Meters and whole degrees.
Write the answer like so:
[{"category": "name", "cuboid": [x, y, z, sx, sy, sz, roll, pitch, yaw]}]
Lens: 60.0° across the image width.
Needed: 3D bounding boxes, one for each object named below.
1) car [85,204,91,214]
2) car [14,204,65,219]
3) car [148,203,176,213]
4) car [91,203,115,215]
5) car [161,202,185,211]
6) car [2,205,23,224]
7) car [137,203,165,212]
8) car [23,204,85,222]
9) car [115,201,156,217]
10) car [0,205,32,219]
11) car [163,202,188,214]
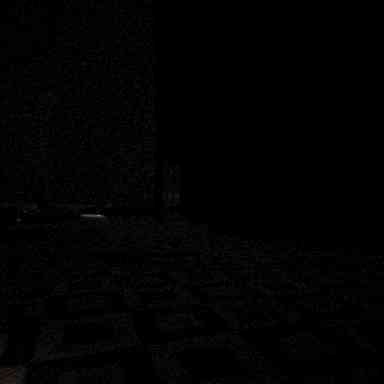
[{"category": "car", "cuboid": [-13.123, 2.235, 44.606, 1.887, 1.381, 4.507, -1, -2, 35]}, {"category": "car", "cuboid": [-16.256, 2.055, 35.599, 1.812, 1.442, 4.674, 0, -1, 36]}, {"category": "car", "cuboid": [-4.621, 2.420, 51.853, 1.994, 1.385, 4.181, 0, -1, 37]}, {"category": "car", "cuboid": [-10.475, 2.215, 43.698, 1.812, 1.442, 4.674, 0, -1, 35]}, {"category": "car", "cuboid": [-3.301, 2.524, 58.395, 2.008, 1.369, 4.403, -2, -2, 35]}, {"category": "car", "cuboid": [-16.005, 1.943, 25.865, 1.947, 1.339, 4.313, -2, -2, 35]}, {"category": "car", "cuboid": [-6.575, 2.429, 53.799, 2.008, 1.369, 4.403, -2, -2, 35]}, {"category": "car", "cuboid": [-12.633, 1.992, 30.600, 1.752, 1.417, 4.829, -2, -2, 35]}, {"category": "car", "cuboid": [-6.185, 1.959, 39.662, 2.192, 1.841, 5.009, -2, -2, 35]}, {"category": "car", "cuboid": [-19.670, 2.061, 35.413, 2.008, 1.369, 4.403, -1, -2, 35]}, {"category": "car", "cuboid": [-2.909, 2.282, 44.252, 1.887, 1.381, 4.507, -2, -2, 35]}]
